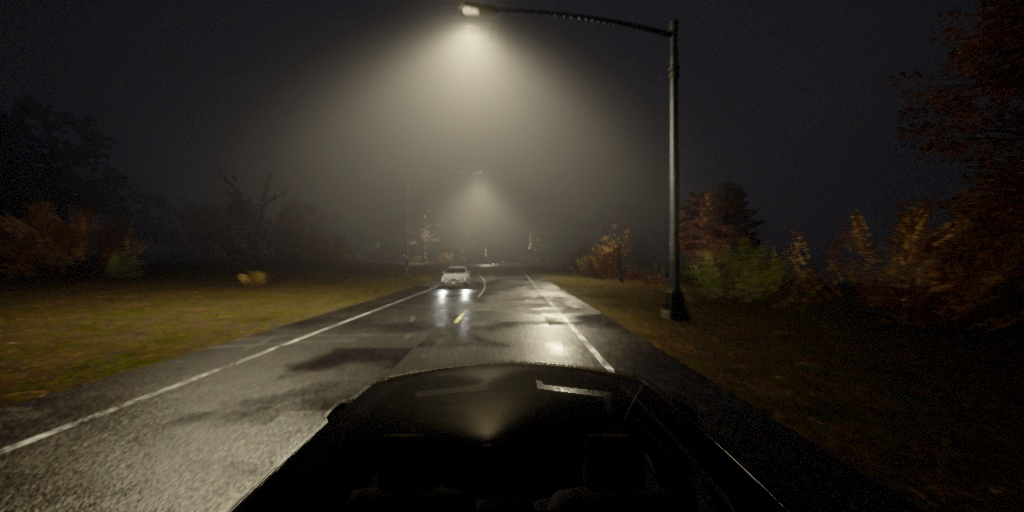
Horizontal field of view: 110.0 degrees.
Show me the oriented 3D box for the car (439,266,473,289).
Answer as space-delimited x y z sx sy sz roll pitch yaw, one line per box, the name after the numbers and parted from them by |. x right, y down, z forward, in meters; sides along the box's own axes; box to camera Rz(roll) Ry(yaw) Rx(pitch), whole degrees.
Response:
-3.867 1.453 25.272 1.812 1.442 4.674 0 0 -3 | car
